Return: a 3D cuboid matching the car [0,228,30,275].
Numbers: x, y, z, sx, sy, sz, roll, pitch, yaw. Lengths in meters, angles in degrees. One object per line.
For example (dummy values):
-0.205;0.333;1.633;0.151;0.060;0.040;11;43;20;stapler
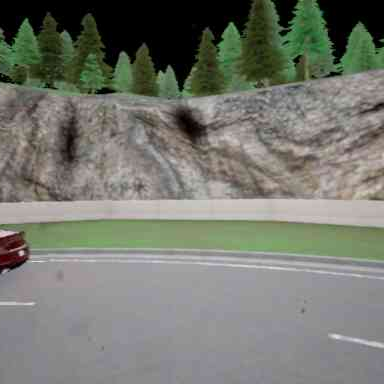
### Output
-6.598;1.385;7.909;5.008;1.535;1.882;-1;1;-3;car
